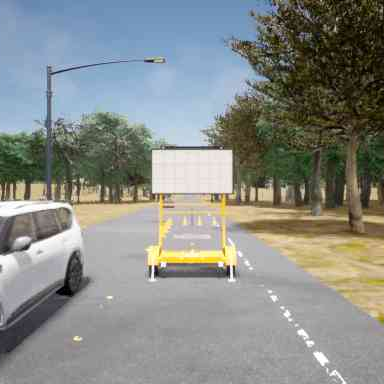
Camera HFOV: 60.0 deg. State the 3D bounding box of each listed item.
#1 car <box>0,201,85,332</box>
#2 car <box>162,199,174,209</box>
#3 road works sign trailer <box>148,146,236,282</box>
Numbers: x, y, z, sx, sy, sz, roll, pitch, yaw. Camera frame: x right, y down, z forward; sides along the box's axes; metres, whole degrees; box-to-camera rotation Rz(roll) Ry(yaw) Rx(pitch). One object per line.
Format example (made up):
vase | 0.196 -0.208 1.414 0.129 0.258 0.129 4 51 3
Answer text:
car | -3.601 1.223 5.720 2.150 2.045 5.566 0 0 0
car | -3.595 1.689 47.598 1.994 1.385 4.181 0 0 0
road works sign trailer | 0.008 0.468 9.784 2.380 3.560 2.880 0 0 0
